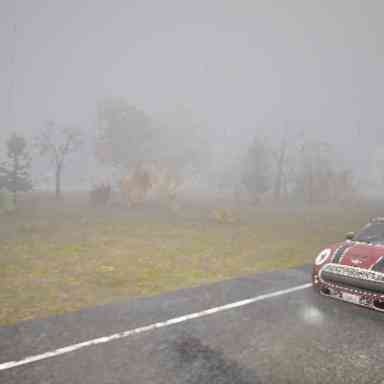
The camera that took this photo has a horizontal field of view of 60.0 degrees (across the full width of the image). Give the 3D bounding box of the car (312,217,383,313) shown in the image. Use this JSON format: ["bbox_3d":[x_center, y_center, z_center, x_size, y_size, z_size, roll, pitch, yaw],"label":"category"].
[{"bbox_3d":[4.726,1.353,7.437,4.553,1.767,2.097,0,0,-36],"label":"car"}]
